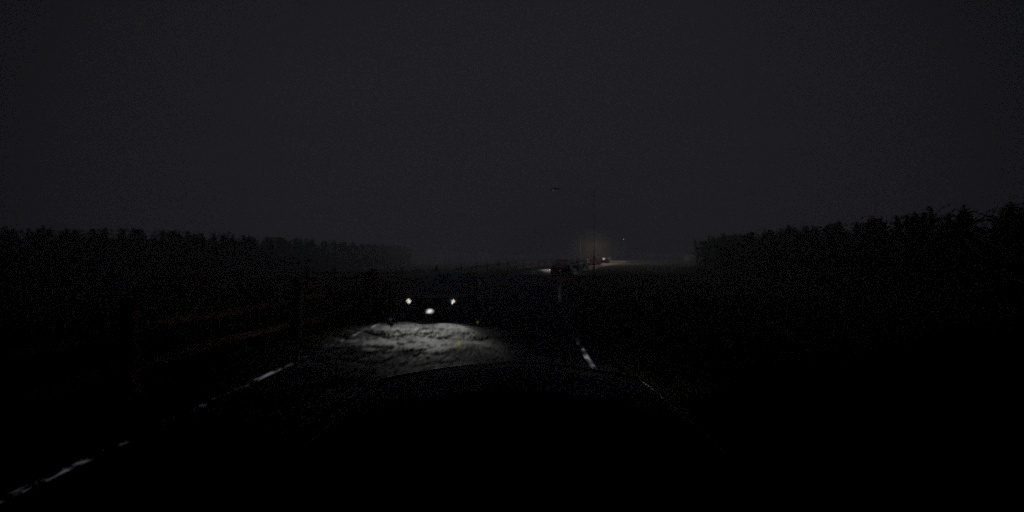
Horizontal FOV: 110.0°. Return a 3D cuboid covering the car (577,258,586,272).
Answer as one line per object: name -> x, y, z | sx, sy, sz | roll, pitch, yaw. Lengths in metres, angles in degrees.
car -> 7.658, 1.166, 44.911 | 1.882, 1.535, 5.008 | 0, 0, 18

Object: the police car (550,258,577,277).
police car -> 5.006, 1.135, 35.541 | 1.930, 1.638, 5.238 | 0, 0, 14

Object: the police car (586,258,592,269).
police car -> 9.611, 1.100, 50.605 | 1.930, 1.638, 5.238 | 0, 0, 20

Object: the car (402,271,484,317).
car -> -2.276, 1.277, 13.447 | 2.033, 1.411, 5.357 | 0, 0, 5
